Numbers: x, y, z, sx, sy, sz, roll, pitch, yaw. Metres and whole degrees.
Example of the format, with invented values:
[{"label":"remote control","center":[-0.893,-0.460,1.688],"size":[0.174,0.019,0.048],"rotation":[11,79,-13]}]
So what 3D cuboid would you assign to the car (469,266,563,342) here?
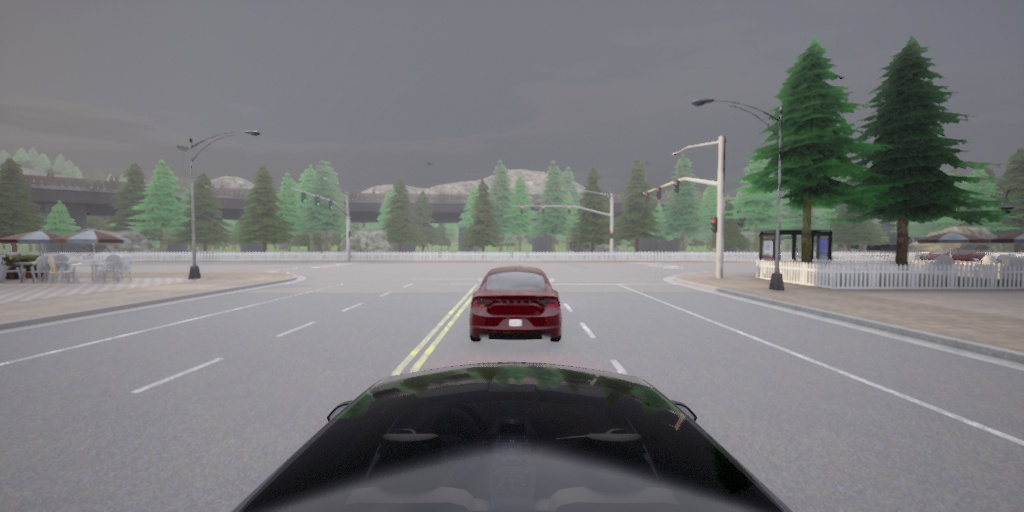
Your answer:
[{"label":"car","center":[0.100,0.981,8.996],"size":[1.882,1.535,5.008],"rotation":[0,2,1]}]

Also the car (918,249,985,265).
[{"label":"car","center":[43.023,0.024,35.399],"size":[5.008,1.535,1.882],"rotation":[0,2,12]}]
